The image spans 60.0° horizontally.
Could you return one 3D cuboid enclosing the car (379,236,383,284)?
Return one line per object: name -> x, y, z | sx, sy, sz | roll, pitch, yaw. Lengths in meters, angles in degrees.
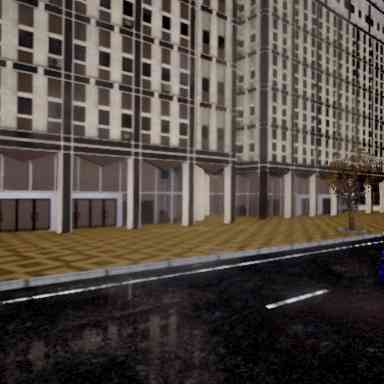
car -> 6.736, 1.600, 8.571 | 5.008, 1.535, 1.882 | 1, -1, -36
